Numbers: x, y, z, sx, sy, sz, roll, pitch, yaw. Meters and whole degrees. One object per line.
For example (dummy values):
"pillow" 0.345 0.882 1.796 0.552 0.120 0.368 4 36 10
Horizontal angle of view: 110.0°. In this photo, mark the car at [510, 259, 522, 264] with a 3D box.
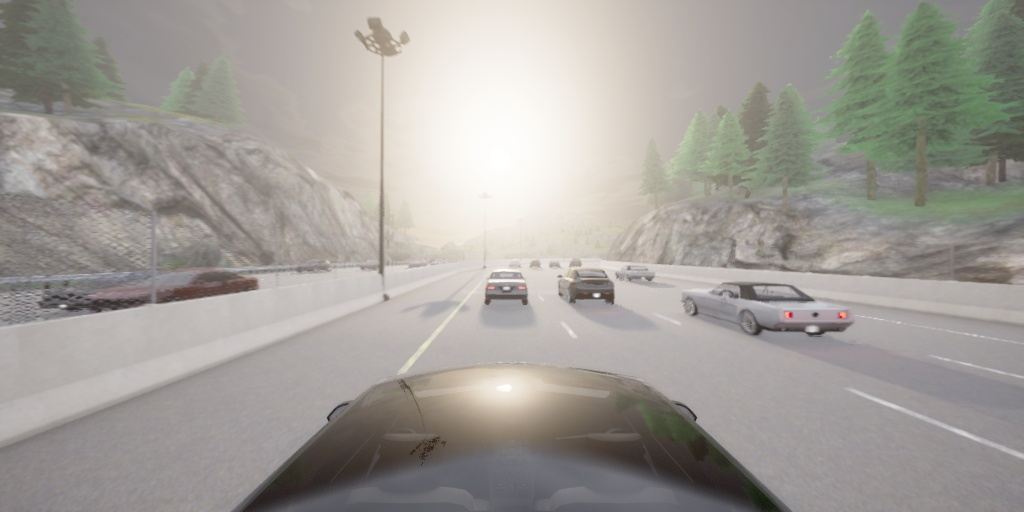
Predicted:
"car" 0.759 1.273 64.402 1.812 1.442 4.674 0 0 7

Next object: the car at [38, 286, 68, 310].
"car" -14.399 1.209 14.116 2.033 1.411 5.357 0 0 -1

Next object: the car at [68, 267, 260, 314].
"car" -10.851 1.160 12.057 1.882 1.535 5.008 0 0 -1

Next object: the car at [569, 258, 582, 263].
"car" 11.280 1.163 63.447 2.097 1.767 4.553 0 0 8

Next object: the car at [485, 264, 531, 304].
"car" -0.262 1.294 16.357 2.033 1.411 5.357 0 0 -1

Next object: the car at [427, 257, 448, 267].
"car" -10.948 1.203 54.494 1.812 1.442 4.674 0 0 4

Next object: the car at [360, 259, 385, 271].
"car" -18.289 1.159 47.270 1.812 1.442 4.674 0 0 2

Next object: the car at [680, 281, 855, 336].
"car" 6.880 1.392 10.488 1.895 1.301 4.718 0 0 -1

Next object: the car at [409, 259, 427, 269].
"car" -14.385 1.185 55.568 1.812 1.442 4.674 0 0 4

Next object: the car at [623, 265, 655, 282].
"car" 9.971 1.408 29.604 1.895 1.301 4.718 0 0 -1

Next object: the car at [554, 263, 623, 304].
"car" 3.252 1.273 16.405 1.837 1.490 4.892 0 0 -1

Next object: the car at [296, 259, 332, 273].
"car" -21.853 1.118 39.749 1.837 1.490 4.892 0 0 0

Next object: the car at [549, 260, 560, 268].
"car" 7.669 1.390 64.055 1.895 1.301 4.718 0 0 9

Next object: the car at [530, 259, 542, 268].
"car" 4.298 1.274 64.277 1.837 1.490 4.892 0 0 7
